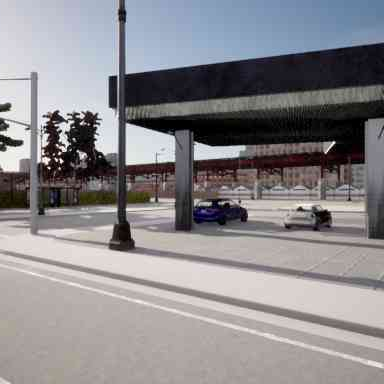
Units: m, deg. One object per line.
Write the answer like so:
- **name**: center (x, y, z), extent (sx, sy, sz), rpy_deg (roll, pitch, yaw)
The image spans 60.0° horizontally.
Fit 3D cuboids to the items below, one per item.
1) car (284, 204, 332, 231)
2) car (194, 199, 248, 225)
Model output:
- **car**: center (7.136, 1.456, 20.192), extent (1.970, 1.475, 3.806), rpy_deg (0, 0, 37)
- **car**: center (2.057, 1.295, 22.982), extent (2.242, 1.667, 4.611), rpy_deg (0, 0, 37)
